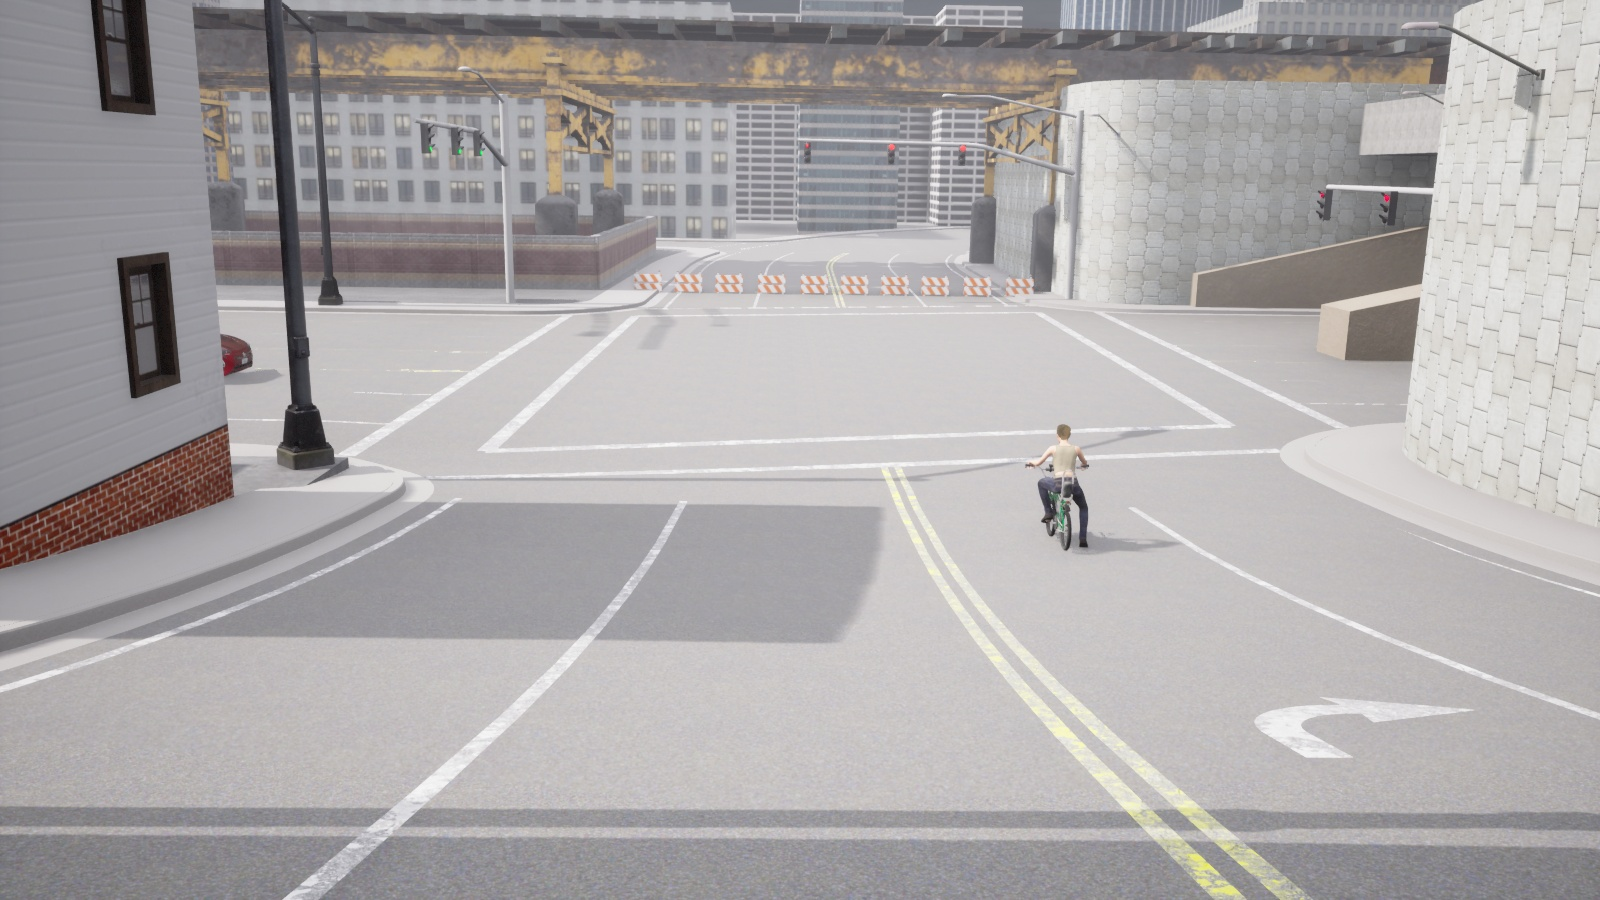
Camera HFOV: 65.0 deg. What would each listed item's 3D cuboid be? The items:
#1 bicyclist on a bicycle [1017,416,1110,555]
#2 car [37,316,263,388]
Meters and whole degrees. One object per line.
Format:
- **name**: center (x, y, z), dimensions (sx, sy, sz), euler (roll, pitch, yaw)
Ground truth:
- **bicyclist on a bicycle**: center (3.453, 0.432, 16.596), dimensions (0.866, 1.612, 1.509), euler (0, 7, 0)
- **car**: center (-16.283, -2.487, 31.645), dimensions (4.514, 1.525, 2.007), euler (0, 12, 0)
